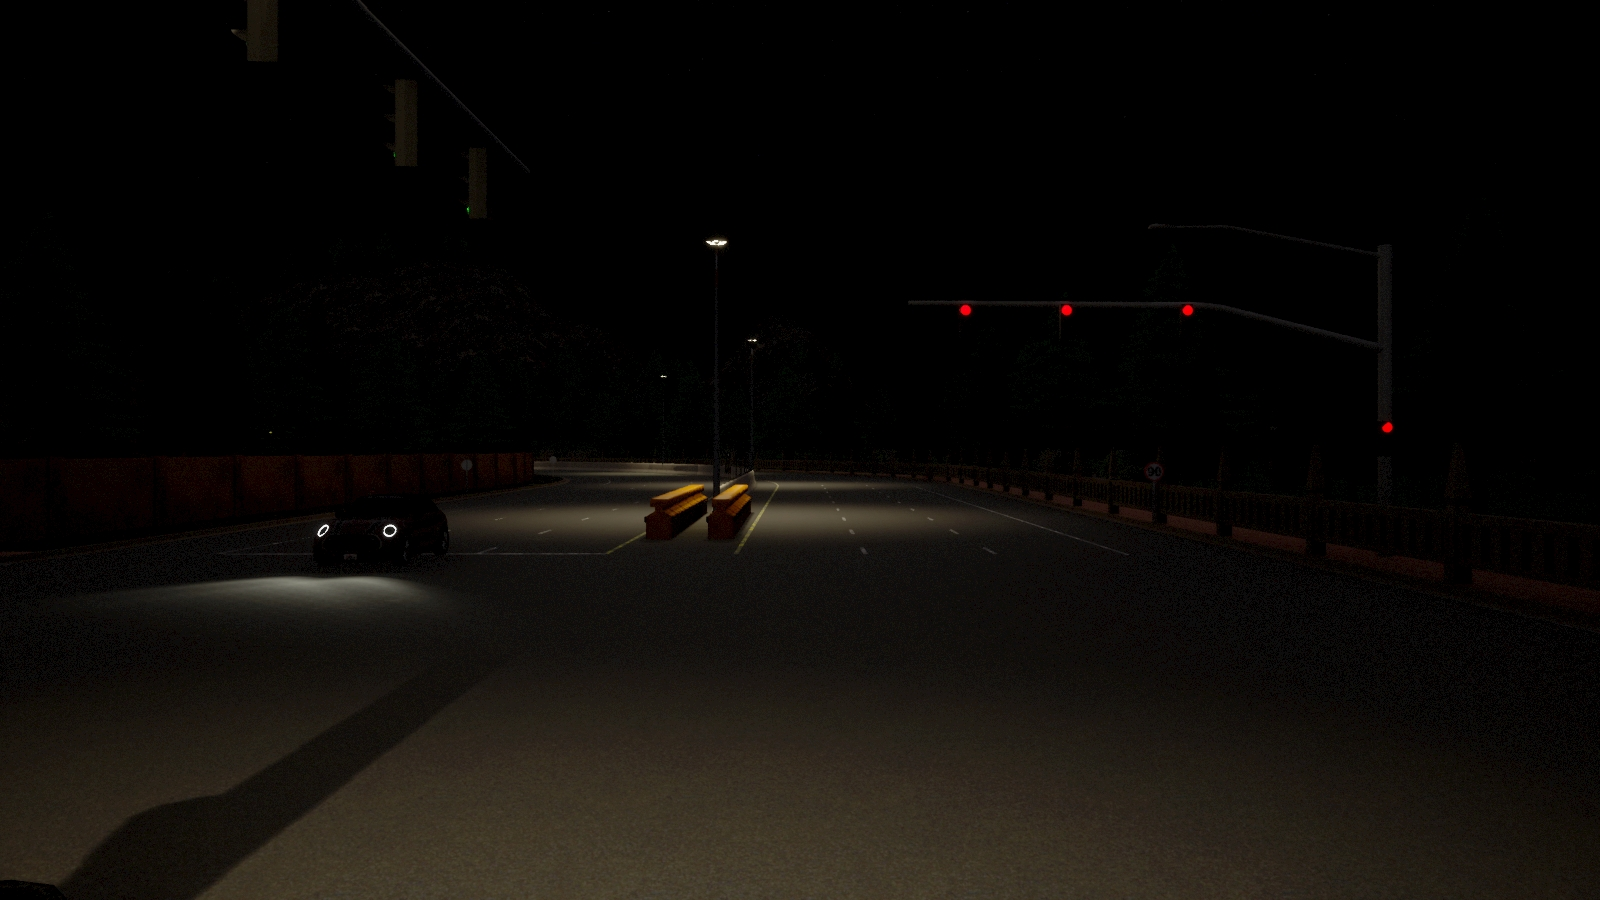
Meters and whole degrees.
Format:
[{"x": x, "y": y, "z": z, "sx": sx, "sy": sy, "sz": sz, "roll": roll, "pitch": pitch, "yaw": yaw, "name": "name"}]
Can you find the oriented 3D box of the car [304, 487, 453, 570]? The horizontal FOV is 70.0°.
[{"x": -10.504, "y": 1.906, "z": 28.861, "sx": 2.097, "sy": 1.767, "sz": 4.553, "roll": 0, "pitch": 0, "yaw": 0, "name": "car"}]
